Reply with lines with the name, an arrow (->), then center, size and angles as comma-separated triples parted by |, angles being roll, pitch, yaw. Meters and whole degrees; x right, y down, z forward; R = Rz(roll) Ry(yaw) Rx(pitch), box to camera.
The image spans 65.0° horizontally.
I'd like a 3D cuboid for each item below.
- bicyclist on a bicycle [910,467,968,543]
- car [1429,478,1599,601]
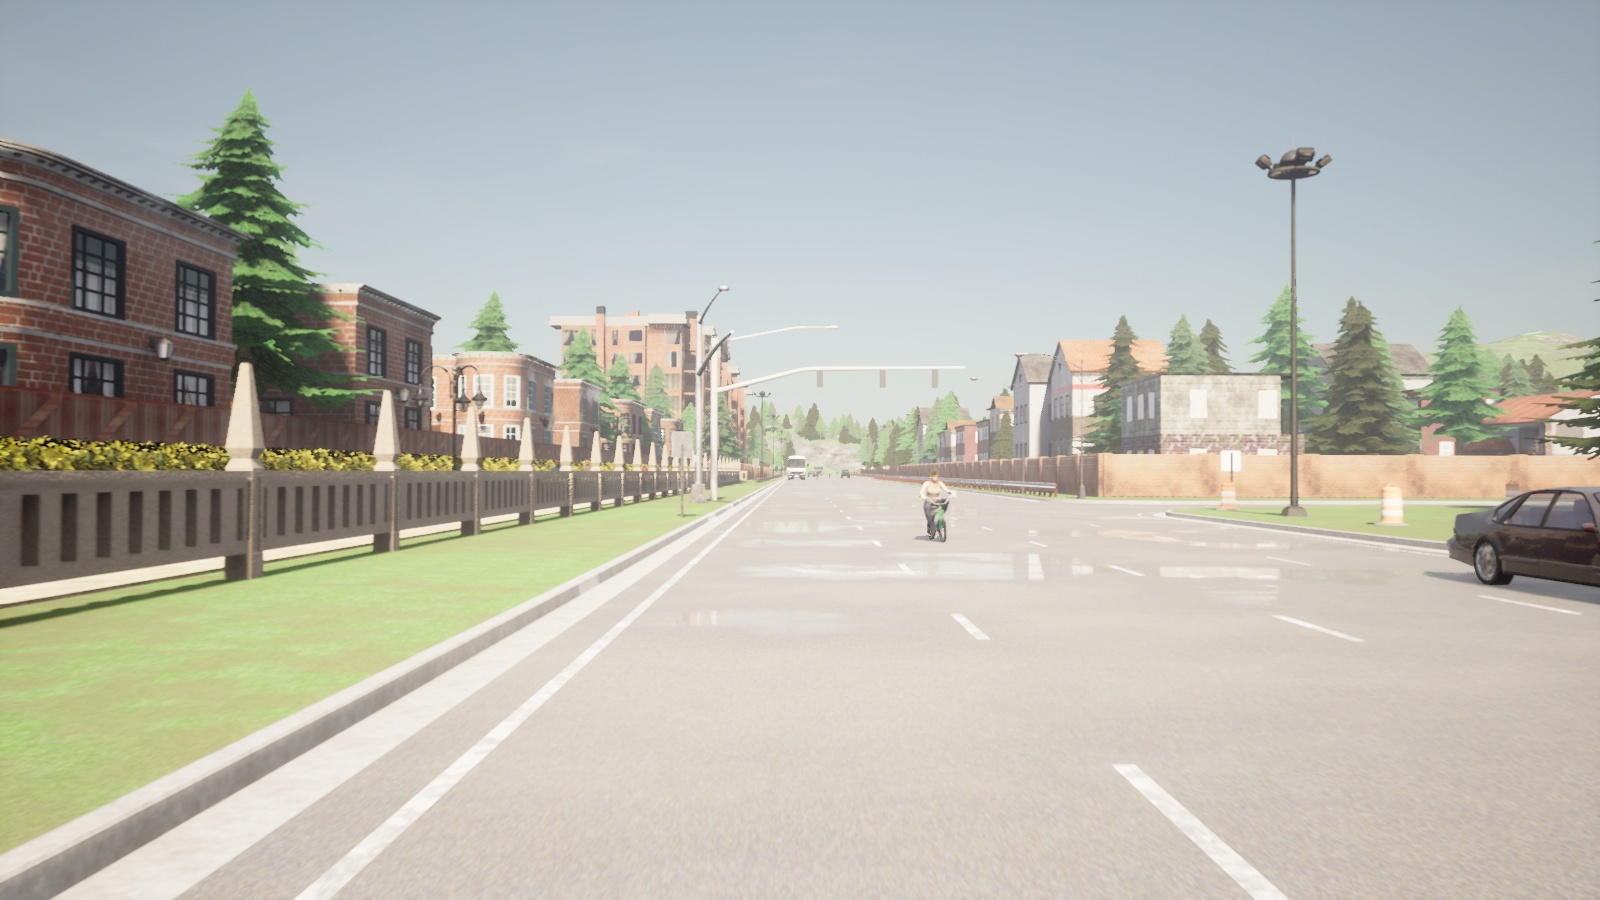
bicyclist on a bicycle -> 3.073, 1.205, 27.862 | 0.866, 1.612, 1.509 | -2, -1, -9
car -> 10.461, 1.090, 16.139 | 2.033, 1.411, 5.357 | 0, -1, 0
